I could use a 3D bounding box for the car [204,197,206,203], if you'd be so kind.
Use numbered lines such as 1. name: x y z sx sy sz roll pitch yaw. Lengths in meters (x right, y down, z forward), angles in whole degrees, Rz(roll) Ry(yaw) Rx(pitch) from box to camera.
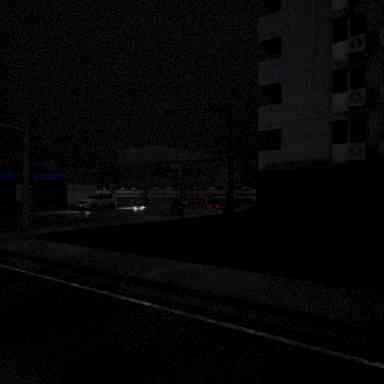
1. car: 3.835 1.352 67.370 2.097 1.767 4.553 0 0 -8

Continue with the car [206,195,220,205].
1. car: 3.825 1.526 58.512 1.812 1.442 4.674 0 0 4

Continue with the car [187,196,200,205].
1. car: 0.352 1.564 59.102 1.994 1.385 4.181 0 0 4

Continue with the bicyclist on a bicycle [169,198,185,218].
1. bicyclist on a bicycle: -1.250 1.301 27.342 1.656 1.620 0.582 0 0 36

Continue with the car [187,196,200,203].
1. car: 0.293 1.564 67.513 1.994 1.385 4.181 0 0 -8

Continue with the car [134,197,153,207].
1. car: -7.685 1.492 52.805 2.128 1.511 4.902 0 0 12

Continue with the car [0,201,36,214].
1. car: -17.969 1.601 32.505 1.895 1.301 4.718 0 0 35

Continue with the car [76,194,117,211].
1. car: -11.844 1.220 41.679 2.150 2.045 5.566 0 0 28
